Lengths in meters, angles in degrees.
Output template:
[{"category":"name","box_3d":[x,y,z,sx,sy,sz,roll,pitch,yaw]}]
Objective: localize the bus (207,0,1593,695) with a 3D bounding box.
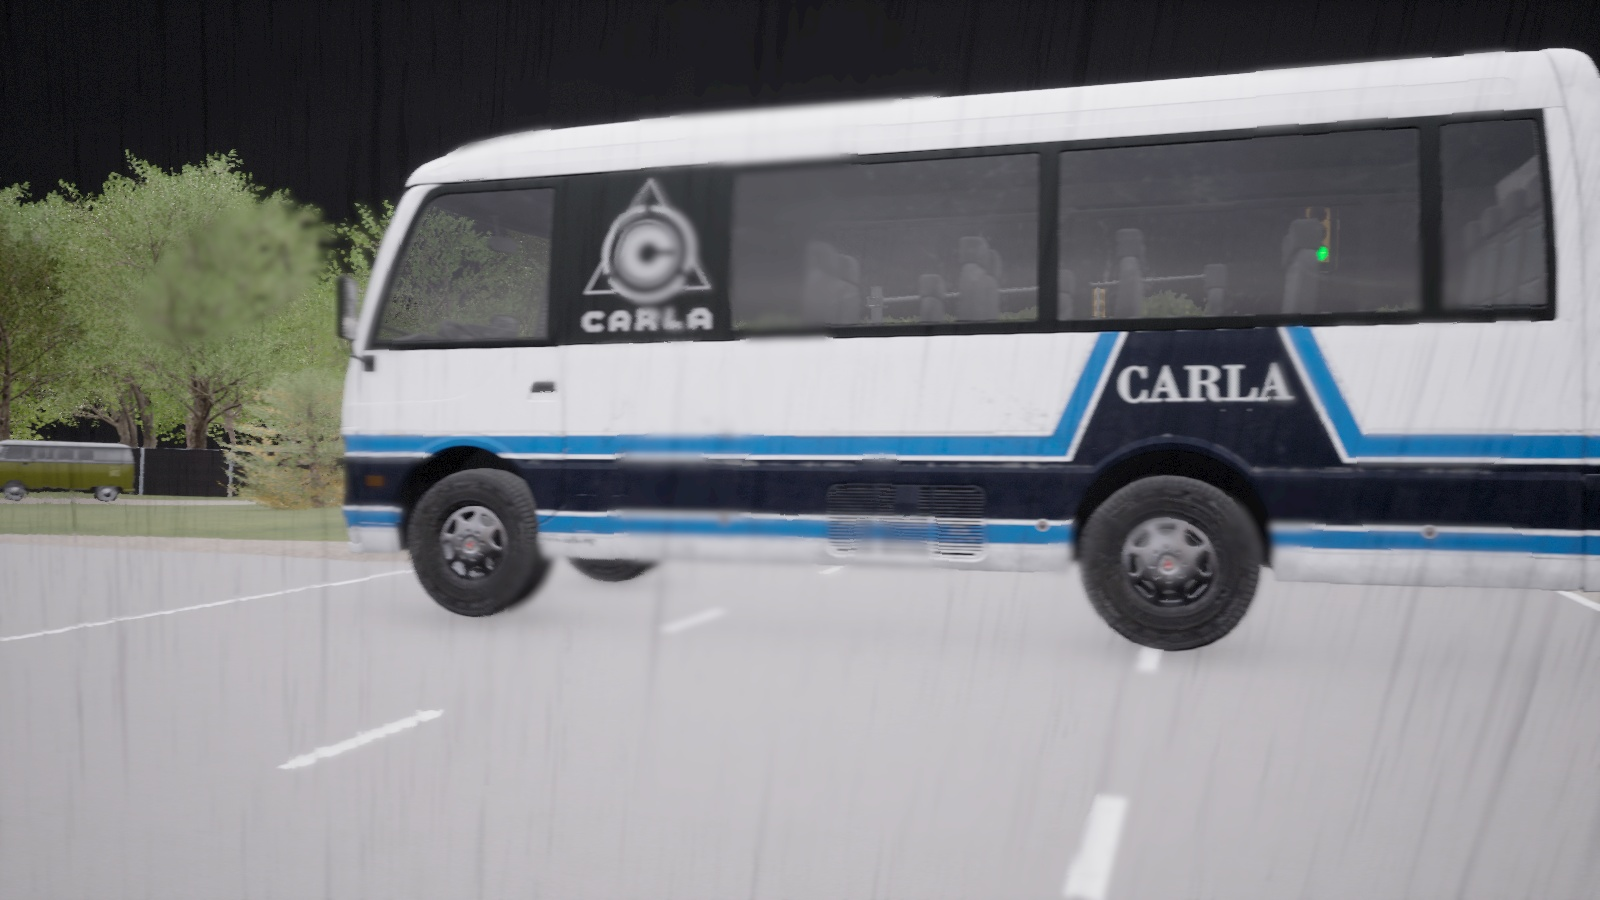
[{"category":"bus","box_3d":[0.466,-0.693,11.030,10.273,4.253,3.944,1,0,17]}]

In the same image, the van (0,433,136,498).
[{"category":"van","box_3d":[-24.442,0.521,41.390,4.442,1.987,1.775,2,-1,-28]}]
